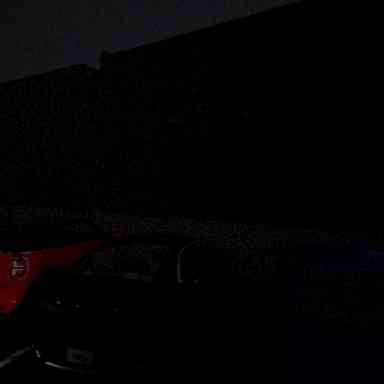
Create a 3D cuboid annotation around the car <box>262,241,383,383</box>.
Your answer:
[{"bbox_3d":[1.950,1.477,4.036,2.097,1.535,5.008,1,0,15],"label":"car"}]

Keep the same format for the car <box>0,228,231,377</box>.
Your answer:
[{"bbox_3d":[-0.526,1.454,5.763,2.231,1.521,4.892,0,0,15],"label":"car"}]

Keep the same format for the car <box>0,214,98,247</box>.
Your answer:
[{"bbox_3d":[-3.004,1.303,7.487,2.185,1.767,4.553,0,0,15],"label":"car"}]
